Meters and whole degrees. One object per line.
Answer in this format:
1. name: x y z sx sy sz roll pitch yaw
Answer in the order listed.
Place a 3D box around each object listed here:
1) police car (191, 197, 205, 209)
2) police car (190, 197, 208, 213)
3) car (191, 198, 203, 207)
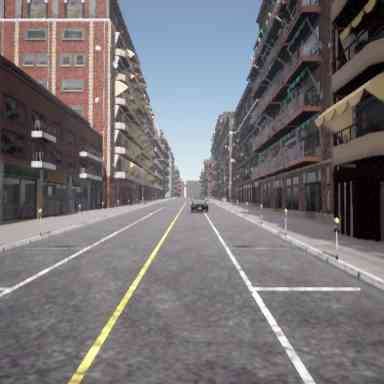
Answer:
1. police car: 0.825 1.523 47.648 1.930 1.638 5.238 0 0 0
2. police car: 0.825 1.486 37.645 1.930 1.638 5.238 0 0 0
3. car: 0.825 1.653 53.540 1.812 1.442 4.674 0 0 0
